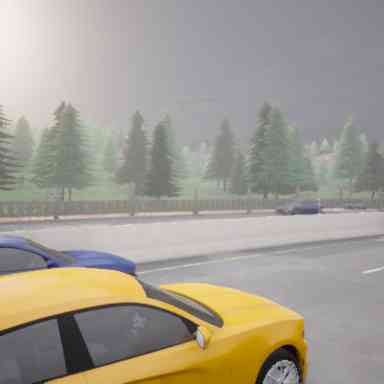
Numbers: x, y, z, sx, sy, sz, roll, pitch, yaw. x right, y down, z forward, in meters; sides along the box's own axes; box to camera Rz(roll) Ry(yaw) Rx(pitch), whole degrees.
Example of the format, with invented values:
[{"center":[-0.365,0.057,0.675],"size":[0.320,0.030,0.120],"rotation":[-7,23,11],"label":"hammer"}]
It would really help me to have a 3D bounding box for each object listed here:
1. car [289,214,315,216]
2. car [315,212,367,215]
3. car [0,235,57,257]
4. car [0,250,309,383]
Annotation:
[{"center":[9.749,1.394,29.841],"size":[4.553,1.767,2.097],"rotation":[0,0,-24],"label":"car"},{"center":[12.853,1.644,27.467],"size":[4.718,1.301,1.895],"rotation":[0,0,-24],"label":"car"},{"center":[-3.338,1.478,5.654],"size":[5.008,1.535,1.882],"rotation":[0,0,-35],"label":"car"},{"center":[-0.999,1.479,3.021],"size":[5.008,1.535,1.882],"rotation":[0,0,-35],"label":"car"}]
